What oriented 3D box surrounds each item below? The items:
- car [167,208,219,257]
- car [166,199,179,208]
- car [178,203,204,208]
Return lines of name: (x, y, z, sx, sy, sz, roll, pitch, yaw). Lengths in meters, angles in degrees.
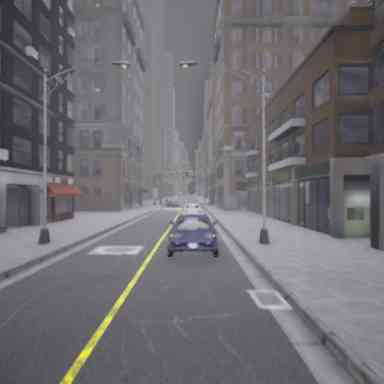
car: (0.055, 1.594, 13.230, 1.812, 1.442, 4.674, 0, 0, 1)
car: (-3.027, 1.842, 53.086, 1.994, 1.385, 4.181, 0, 0, 1)
car: (0.060, 1.672, 28.204, 1.812, 1.442, 4.674, 0, 0, 0)
